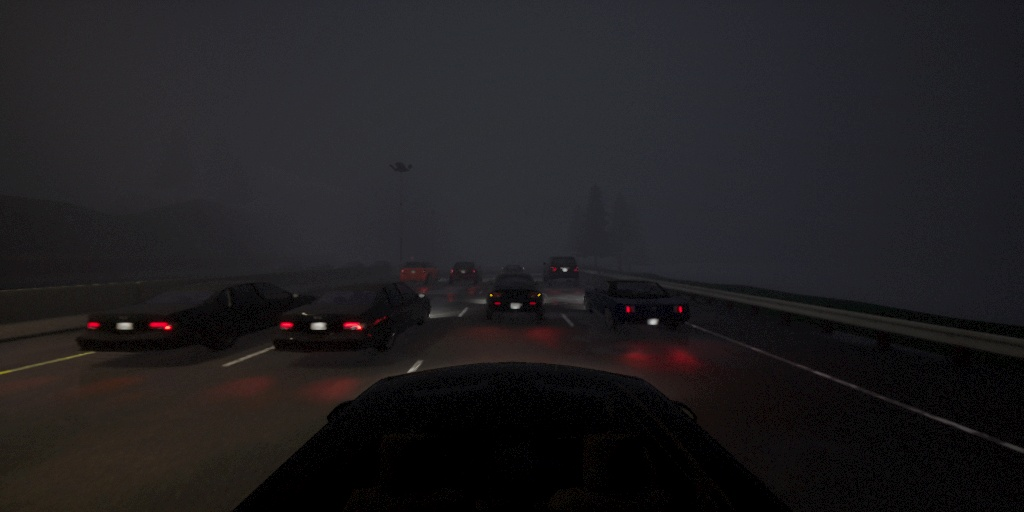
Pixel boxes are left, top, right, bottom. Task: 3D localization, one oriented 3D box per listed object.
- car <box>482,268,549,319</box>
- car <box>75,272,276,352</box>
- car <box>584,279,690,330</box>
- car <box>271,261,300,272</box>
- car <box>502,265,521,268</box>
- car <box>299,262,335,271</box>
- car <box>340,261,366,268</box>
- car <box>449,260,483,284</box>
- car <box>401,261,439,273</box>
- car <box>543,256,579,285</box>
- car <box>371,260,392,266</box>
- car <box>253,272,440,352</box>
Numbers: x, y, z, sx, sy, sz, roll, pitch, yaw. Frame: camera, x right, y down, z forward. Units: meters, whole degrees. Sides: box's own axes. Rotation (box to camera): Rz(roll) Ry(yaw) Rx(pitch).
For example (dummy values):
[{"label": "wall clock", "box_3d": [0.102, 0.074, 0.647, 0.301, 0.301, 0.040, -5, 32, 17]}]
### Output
[{"label": "car", "box_3d": [0.067, 1.302, 12.771, 1.812, 1.442, 4.674, 0, 0, -1]}, {"label": "car", "box_3d": [-6.958, 1.314, 8.969, 2.033, 1.411, 5.357, 0, 0, 1]}, {"label": "car", "box_3d": [3.561, 1.373, 11.232, 1.895, 1.301, 4.718, 0, 0, 0]}, {"label": "car", "box_3d": [-28.295, 1.339, 45.334, 2.128, 1.511, 4.902, 0, 0, -2]}, {"label": "car", "box_3d": [0.071, 1.376, 28.457, 1.994, 1.385, 4.181, 0, 0, 0]}, {"label": "car", "box_3d": [-24.815, 1.451, 46.194, 1.895, 1.301, 4.718, 0, 0, -2]}, {"label": "car", "box_3d": [-21.427, 1.403, 48.558, 2.033, 1.411, 5.357, 0, 0, -3]}, {"label": "car", "box_3d": [-3.435, 1.160, 27.358, 2.097, 1.767, 4.553, 0, 0, 0]}, {"label": "car", "box_3d": [-6.935, 1.159, 27.362, 2.097, 1.767, 4.553, 0, 0, 0]}, {"label": "car", "box_3d": [3.562, 1.032, 26.591, 2.150, 2.045, 5.566, 0, 0, 0]}, {"label": "car", "box_3d": [-18.010, 1.336, 49.487, 1.882, 1.535, 5.008, 0, 0, -4]}, {"label": "car", "box_3d": [-3.457, 1.314, 8.950, 2.033, 1.411, 5.357, 0, 0, 1]}]
